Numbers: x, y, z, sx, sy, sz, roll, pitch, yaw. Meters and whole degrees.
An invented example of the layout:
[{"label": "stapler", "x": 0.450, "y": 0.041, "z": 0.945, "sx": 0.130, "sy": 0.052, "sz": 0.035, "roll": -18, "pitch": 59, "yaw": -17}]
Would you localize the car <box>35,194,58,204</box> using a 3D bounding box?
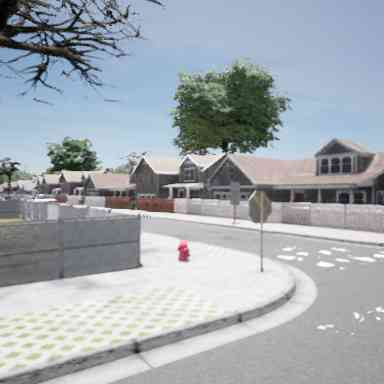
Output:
[{"label": "car", "x": -20.130, "y": 1.367, "z": 45.811, "sx": 2.150, "sy": 2.045, "sz": 5.566, "roll": 1, "pitch": -1, "yaw": -36}]
